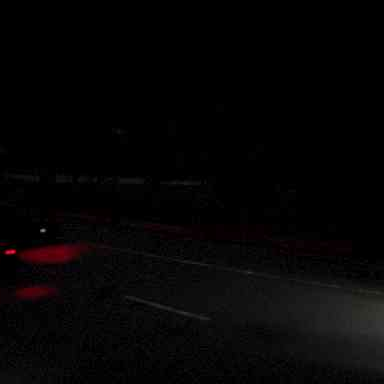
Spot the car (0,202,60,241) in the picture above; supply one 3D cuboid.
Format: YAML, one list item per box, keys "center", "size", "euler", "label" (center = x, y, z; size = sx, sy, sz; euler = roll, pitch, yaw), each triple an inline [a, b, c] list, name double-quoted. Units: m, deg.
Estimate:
- center: [-7.460, 1.126, 13.611]
  size: [5.008, 1.535, 1.882]
  euler: [4, 2, 35]
  label: "car"

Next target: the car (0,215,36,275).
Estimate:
- center: [-6.575, 1.361, 8.684]
  size: [5.357, 1.411, 2.033]
  euler: [3, 2, 35]
  label: "car"
